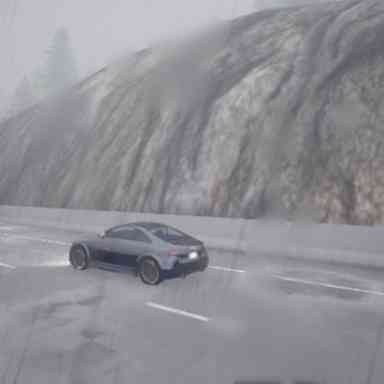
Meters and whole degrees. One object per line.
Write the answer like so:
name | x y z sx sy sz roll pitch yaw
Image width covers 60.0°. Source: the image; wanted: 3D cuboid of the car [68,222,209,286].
car | -1.603 1.539 9.433 4.181 1.385 1.994 0 0 35
